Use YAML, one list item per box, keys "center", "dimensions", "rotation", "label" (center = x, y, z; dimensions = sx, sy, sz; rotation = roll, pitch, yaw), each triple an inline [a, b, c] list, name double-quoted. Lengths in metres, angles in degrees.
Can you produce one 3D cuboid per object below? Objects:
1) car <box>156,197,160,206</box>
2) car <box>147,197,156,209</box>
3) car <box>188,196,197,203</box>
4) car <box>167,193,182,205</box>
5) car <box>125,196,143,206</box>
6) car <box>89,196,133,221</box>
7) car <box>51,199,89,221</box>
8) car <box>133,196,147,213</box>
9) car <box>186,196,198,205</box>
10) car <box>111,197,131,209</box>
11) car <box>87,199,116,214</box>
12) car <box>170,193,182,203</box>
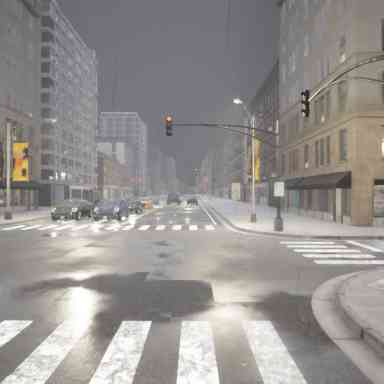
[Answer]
- center: [-6.517, 1.524, 55.638]
  dimensions: [1.812, 1.442, 4.674]
  rotation: [0, 0, 1]
  label: "car"
- center: [-6.540, 1.479, 45.786]
  dimensions: [1.882, 1.535, 5.008]
  rotation: [0, 0, 0]
  label: "car"
- center: [0.060, 1.520, 68.339]
  dimensions: [1.812, 1.442, 4.674]
  rotation: [0, 0, 0]
  label: "car"
- center: [-3.199, 1.219, 57.953]
  dimensions: [2.150, 2.045, 5.566]
  rotation: [0, 0, 0]
  label: "car"
- center: [-9.760, 1.489, 56.663]
  dimensions: [2.128, 1.511, 4.902]
  rotation: [0, 0, 1]
  label: "car"
- center: [-6.565, 1.355, 27.443]
  dimensions: [2.097, 1.767, 4.553]
  rotation: [0, 0, 0]
  label: "car"
- center: [-9.815, 1.355, 27.447]
  dimensions: [2.097, 1.767, 4.553]
  rotation: [0, 0, 0]
  label: "car"
- center: [-6.551, 1.494, 36.282]
  dimensions: [2.128, 1.511, 4.902]
  rotation: [0, 0, 0]
  label: "car"
- center: [0.051, 1.502, 57.920]
  dimensions: [1.837, 1.490, 4.892]
  rotation: [0, 0, 0]
  label: "car"
- center: [-9.792, 1.527, 46.365]
  dimensions: [1.812, 1.442, 4.674]
  rotation: [0, 0, 0]
  label: "car"
- center: [-9.805, 1.508, 36.419]
  dimensions: [1.837, 1.490, 4.892]
  rotation: [0, 0, 0]
  label: "car"
- center: [-3.190, 1.216, 68.372]
  dimensions: [2.150, 2.045, 5.566]
  rotation: [0, 0, 0]
  label: "car"
